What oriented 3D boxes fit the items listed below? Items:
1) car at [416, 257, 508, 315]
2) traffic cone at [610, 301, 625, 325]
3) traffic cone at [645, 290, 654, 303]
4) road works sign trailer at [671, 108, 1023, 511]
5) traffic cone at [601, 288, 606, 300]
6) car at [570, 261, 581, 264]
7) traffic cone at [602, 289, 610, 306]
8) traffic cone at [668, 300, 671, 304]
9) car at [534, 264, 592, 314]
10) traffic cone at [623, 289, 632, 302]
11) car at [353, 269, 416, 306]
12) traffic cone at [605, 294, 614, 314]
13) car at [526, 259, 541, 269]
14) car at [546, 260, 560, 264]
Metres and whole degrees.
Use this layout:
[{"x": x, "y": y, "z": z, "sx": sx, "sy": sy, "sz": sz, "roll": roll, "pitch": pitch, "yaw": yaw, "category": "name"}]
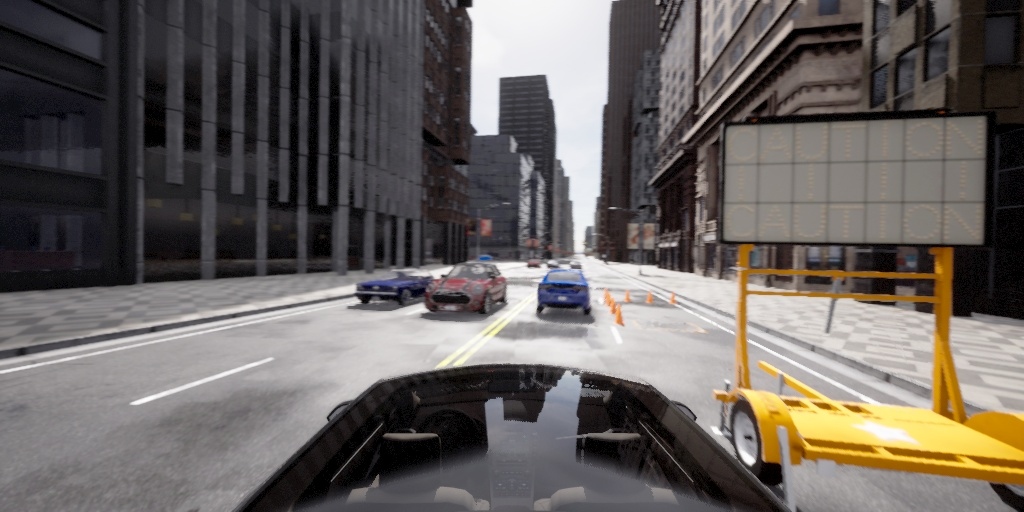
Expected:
[{"x": -1.531, "y": 1.056, "z": 13.529, "sx": 2.097, "sy": 1.767, "sz": 4.553, "roll": 1, "pitch": 0, "yaw": 11, "category": "car"}, {"x": 3.281, "y": 1.779, "z": 11.029, "sx": 0.340, "sy": 0.580, "sz": 0.340, "roll": 0, "pitch": 0, "yaw": 11, "category": "traffic cone"}, {"x": 6.364, "y": 1.846, "z": 16.551, "sx": 0.340, "sy": 0.580, "sz": 0.340, "roll": 0, "pitch": 0, "yaw": 11, "category": "traffic cone"}, {"x": 3.404, "y": 0.297, "z": 3.911, "sx": 2.380, "sy": 3.560, "sz": 2.880, "roll": 0, "pitch": 0, "yaw": 11, "category": "road works sign trailer"}, {"x": 4.399, "y": 1.798, "z": 16.924, "sx": 0.340, "sy": 0.580, "sz": 0.340, "roll": 0, "pitch": 0, "yaw": 11, "category": "traffic cone"}, {"x": 9.093, "y": 1.435, "z": 51.066, "sx": 2.033, "sy": 1.411, "sz": 5.357, "roll": 1, "pitch": 0, "yaw": 11, "category": "car"}, {"x": 4.027, "y": 1.792, "z": 14.959, "sx": 0.340, "sy": 0.580, "sz": 0.340, "roll": 0, "pitch": 0, "yaw": 11, "category": "traffic cone"}, {"x": 7.346, "y": 1.870, "z": 16.364, "sx": 0.340, "sy": 0.580, "sz": 0.340, "roll": 0, "pitch": 0, "yaw": 11, "category": "traffic cone"}, {"x": 2.130, "y": 1.269, "z": 14.358, "sx": 1.882, "sy": 1.535, "sz": 5.008, "roll": 1, "pitch": 0, "yaw": 11, "category": "car"}, {"x": 5.382, "y": 1.822, "z": 16.737, "sx": 0.340, "sy": 0.580, "sz": 0.340, "roll": 0, "pitch": 0, "yaw": 11, "category": "traffic cone"}, {"x": -4.539, "y": 1.230, "z": 15.150, "sx": 1.895, "sy": 1.301, "sz": 4.718, "roll": 1, "pitch": 0, "yaw": 11, "category": "car"}, {"x": 3.654, "y": 1.786, "z": 12.994, "sx": 0.340, "sy": 0.580, "sz": 0.340, "roll": 0, "pitch": 0, "yaw": 11, "category": "traffic cone"}, {"x": 3.542, "y": 1.217, "z": 57.443, "sx": 1.882, "sy": 1.535, "sz": 5.008, "roll": 1, "pitch": 0, "yaw": 11, "category": "car"}, {"x": 6.316, "y": 1.360, "z": 54.655, "sx": 2.033, "sy": 1.411, "sz": 5.357, "roll": 1, "pitch": 0, "yaw": 11, "category": "car"}]
